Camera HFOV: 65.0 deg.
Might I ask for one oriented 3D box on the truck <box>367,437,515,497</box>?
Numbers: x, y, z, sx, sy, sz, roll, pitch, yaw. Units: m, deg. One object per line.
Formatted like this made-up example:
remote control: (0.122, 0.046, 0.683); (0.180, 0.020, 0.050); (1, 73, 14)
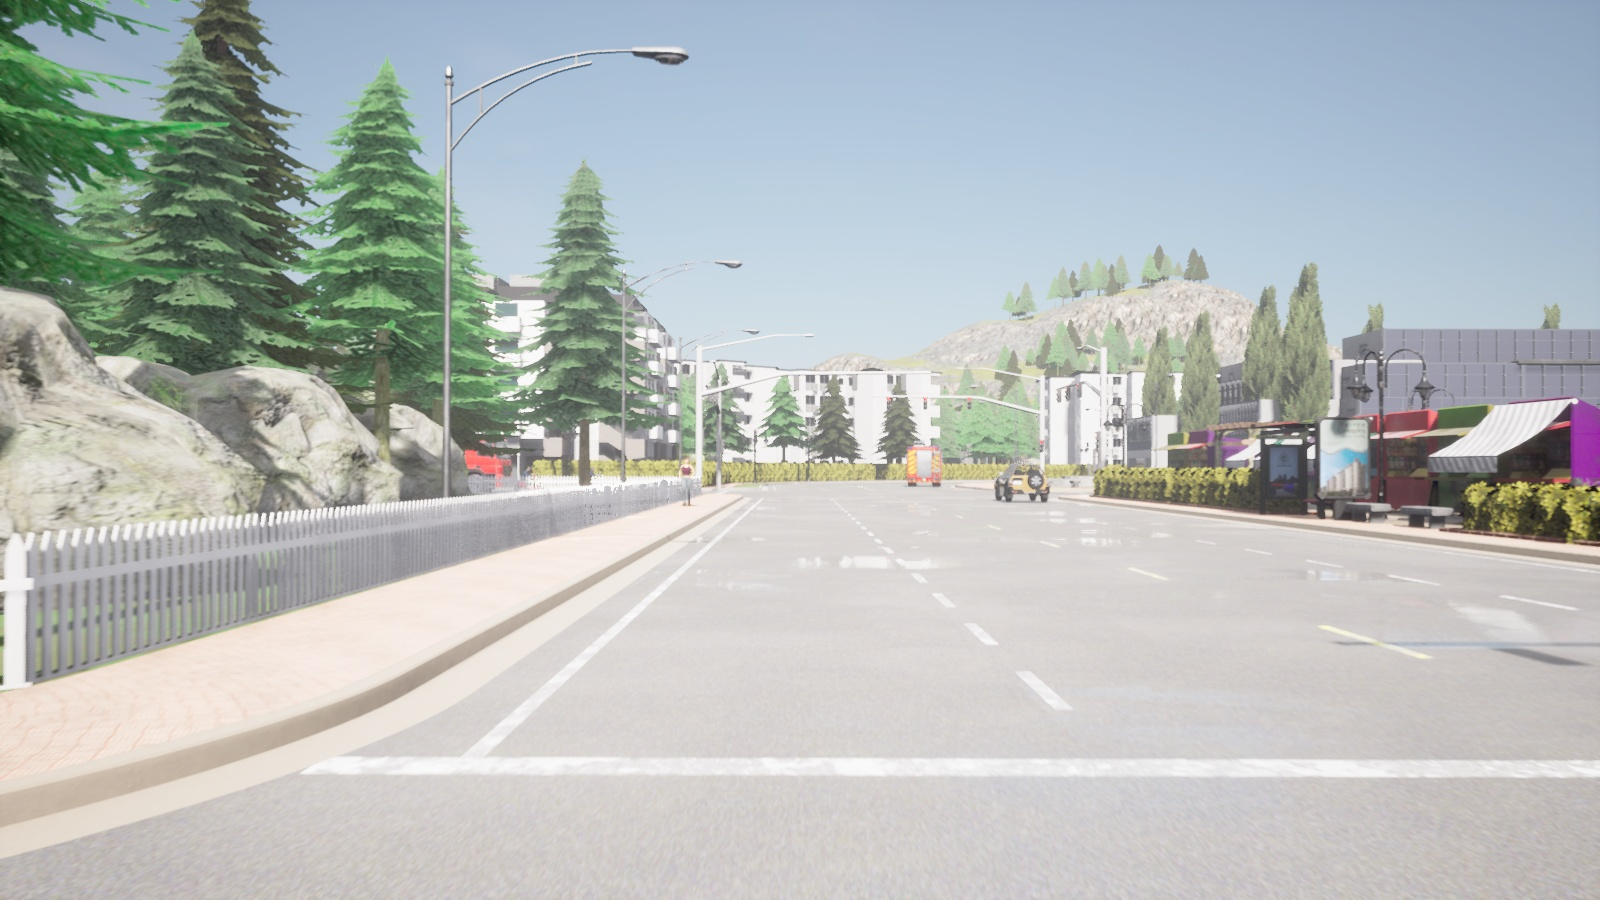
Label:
truck: (-21.323, 1.004, 74.849); (7.936, 3.462, 2.891); (0, -1, 1)

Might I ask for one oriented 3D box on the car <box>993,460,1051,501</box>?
car: (10.370, 1.402, 58.954); (1.932, 1.855, 4.605); (0, -1, 0)

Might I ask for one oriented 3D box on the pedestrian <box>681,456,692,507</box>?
pedestrian: (-4.089, 1.137, 45.355); (0.345, 1.836, 0.594); (0, -1, 0)
